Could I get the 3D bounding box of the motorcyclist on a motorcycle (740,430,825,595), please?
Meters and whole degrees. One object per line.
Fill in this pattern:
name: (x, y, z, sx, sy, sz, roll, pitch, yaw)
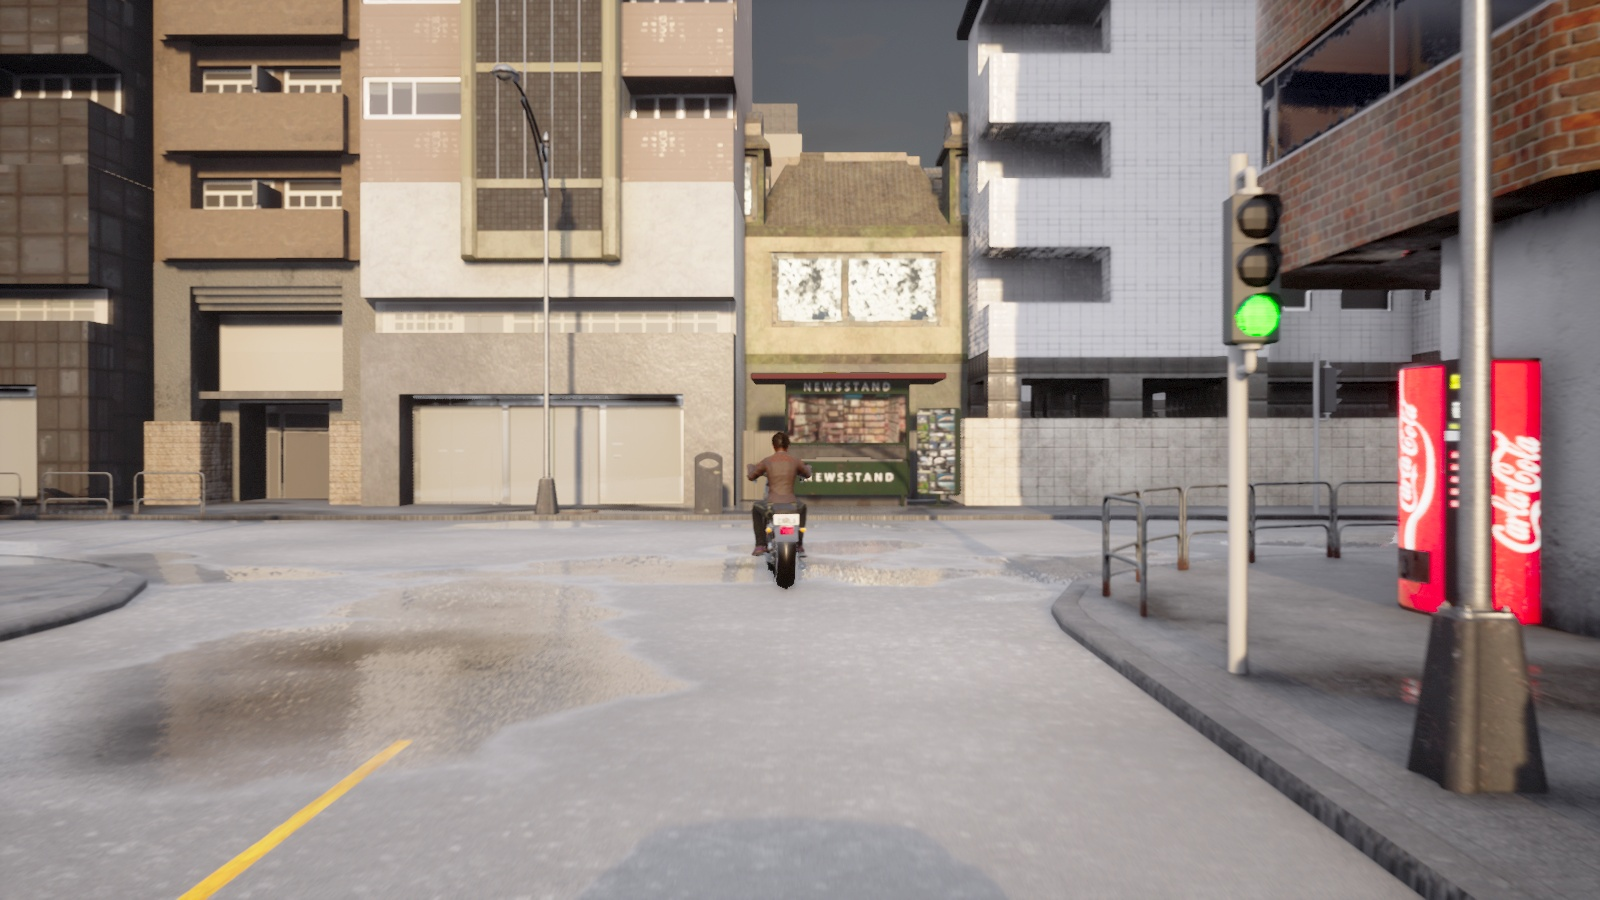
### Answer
motorcyclist on a motorcycle: (-0.231, 0.617, 13.695, 0.766, 1.649, 2.350, 0, 0, -5)
